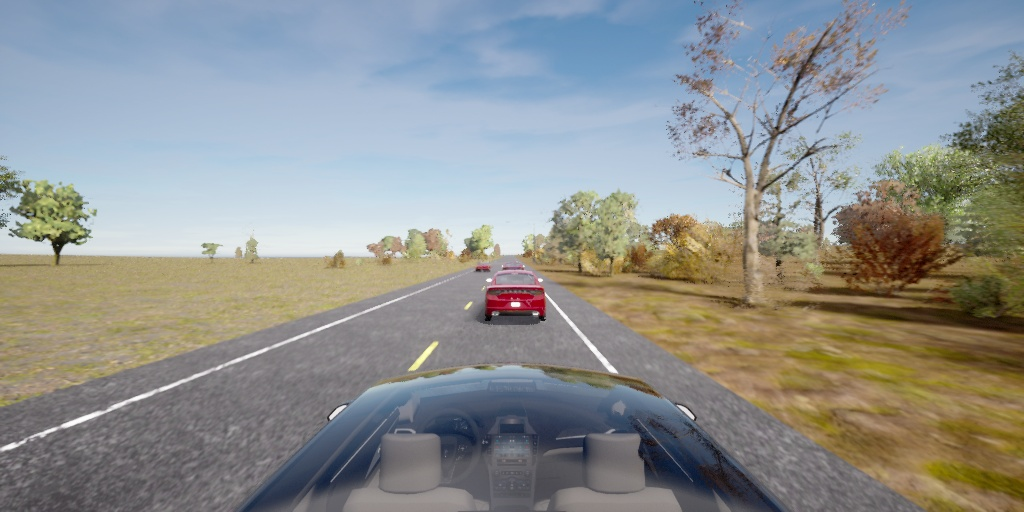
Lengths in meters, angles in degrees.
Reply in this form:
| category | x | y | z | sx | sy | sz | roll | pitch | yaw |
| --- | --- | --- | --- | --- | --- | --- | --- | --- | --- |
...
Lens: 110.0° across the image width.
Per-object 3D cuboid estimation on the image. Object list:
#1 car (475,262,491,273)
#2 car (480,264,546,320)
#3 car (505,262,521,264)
| category | x | y | z | sx | sy | sz | roll | pitch | yaw |
| --- | --- | --- | --- | --- | --- | --- | --- | --- | --- |
| car | -3.502 | 1.349 | 44.164 | 1.895 | 1.301 | 4.718 | 0 | 0 | 0 |
| car | 0.101 | 1.227 | 12.678 | 1.882 | 1.535 | 5.008 | 0 | 0 | 0 |
| car | 0.098 | 1.218 | 31.052 | 1.882 | 1.535 | 5.008 | 0 | 0 | 0 |
